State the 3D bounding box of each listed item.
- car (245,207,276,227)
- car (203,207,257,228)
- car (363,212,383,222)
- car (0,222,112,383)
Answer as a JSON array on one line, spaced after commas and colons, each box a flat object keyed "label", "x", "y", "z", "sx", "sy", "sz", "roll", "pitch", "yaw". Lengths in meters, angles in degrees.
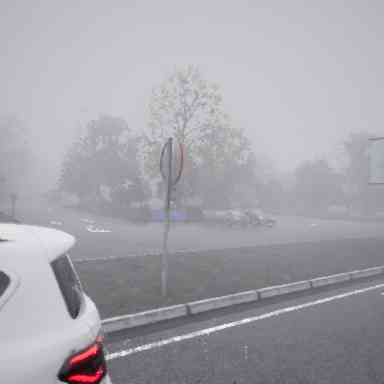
[{"label": "car", "x": 5.466, "y": 2.211, "z": 30.407, "sx": 2.185, "sy": 1.767, "sz": 4.553, "roll": 3, "pitch": -2, "yaw": -35}, {"label": "car", "x": 2.915, "y": 2.245, "z": 28.518, "sx": 2.002, "sy": 1.452, "sz": 4.674, "roll": 3, "pitch": -2, "yaw": -36}, {"label": "car", "x": 25.350, "y": 3.397, "z": 44.389, "sx": 2.002, "sy": 1.452, "sz": 4.674, "roll": 3, "pitch": -2, "yaw": -35}, {"label": "car", "x": -3.138, "y": 1.217, "z": 1.437, "sx": 5.566, "sy": 2.045, "sz": 2.150, "roll": 2, "pitch": -1, "yaw": -36}]
